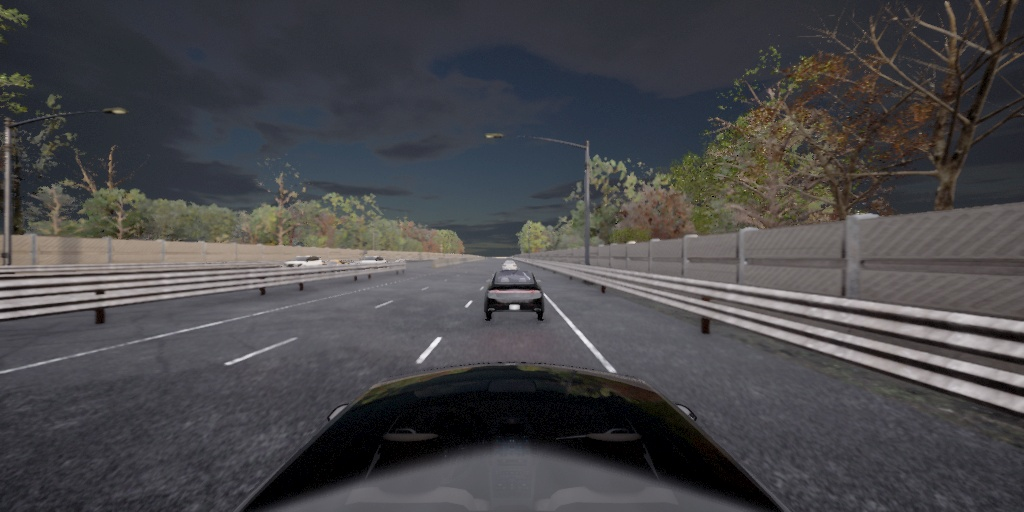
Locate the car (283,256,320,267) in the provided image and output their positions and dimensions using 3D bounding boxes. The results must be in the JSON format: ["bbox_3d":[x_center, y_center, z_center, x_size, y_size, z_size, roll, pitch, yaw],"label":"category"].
[{"bbox_3d":[-24.963,0.985,43.087,2.150,2.045,5.566,0,0,-1],"label":"car"}]

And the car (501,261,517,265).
[{"bbox_3d":[-0.321,1.291,44.526,1.812,1.442,4.674,0,0,-1],"label":"car"}]

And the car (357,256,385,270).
[{"bbox_3d":[-18.005,0.989,46.054,2.150,2.045,5.566,0,0,-1],"label":"car"}]

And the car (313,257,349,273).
[{"bbox_3d":[-21.469,1.241,43.248,1.882,1.535,5.008,0,0,-1],"label":"car"}]

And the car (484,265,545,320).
[{"bbox_3d":[0.062,1.244,12.624,2.128,1.511,4.902,0,0,0],"label":"car"}]
